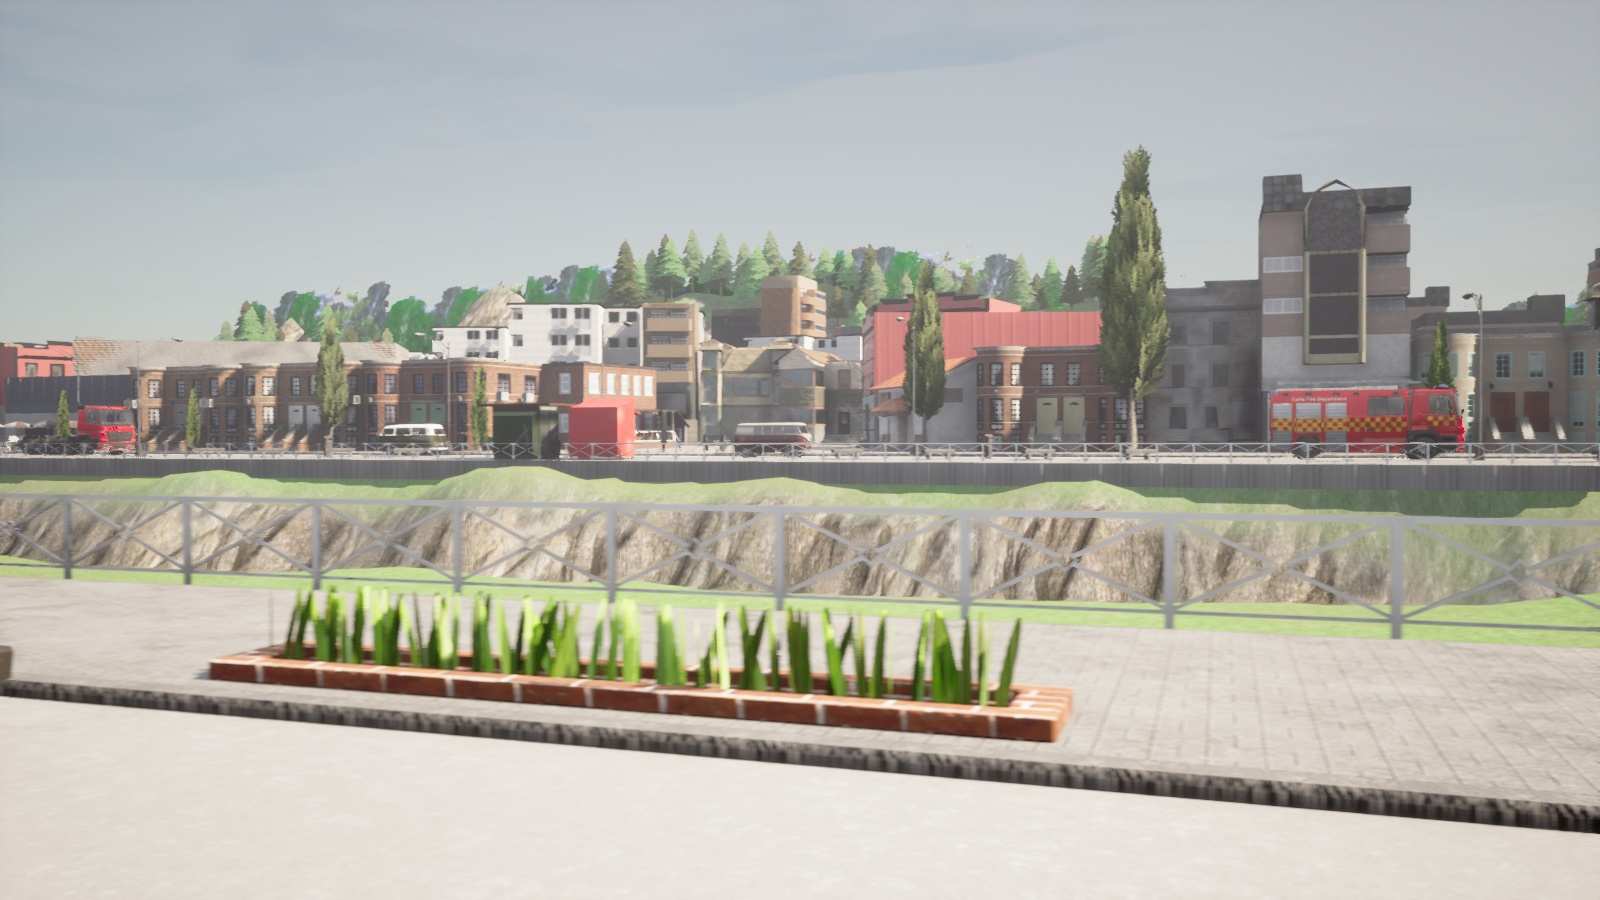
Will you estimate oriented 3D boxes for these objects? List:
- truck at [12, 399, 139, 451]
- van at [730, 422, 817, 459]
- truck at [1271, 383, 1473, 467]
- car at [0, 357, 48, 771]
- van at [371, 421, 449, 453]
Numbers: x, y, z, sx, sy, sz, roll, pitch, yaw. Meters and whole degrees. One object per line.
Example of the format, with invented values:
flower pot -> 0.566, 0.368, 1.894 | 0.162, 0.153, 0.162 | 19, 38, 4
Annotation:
truck -> -49.229, -1.707, 85.355 | 7.936, 3.462, 2.891 | 1, 1, 19
van -> -1.445, -0.536, 69.305 | 4.442, 1.987, 1.775 | 1, 1, 19
truck -> 26.994, -1.193, 59.732 | 8.468, 3.827, 2.891 | 1, 1, 19
car -> -5.685, 0.511, 5.631 | 3.866, 1.878, 1.905 | 1, 1, 19
van -> -25.317, -0.851, 81.547 | 4.480, 2.038, 2.069 | 1, 1, 19
